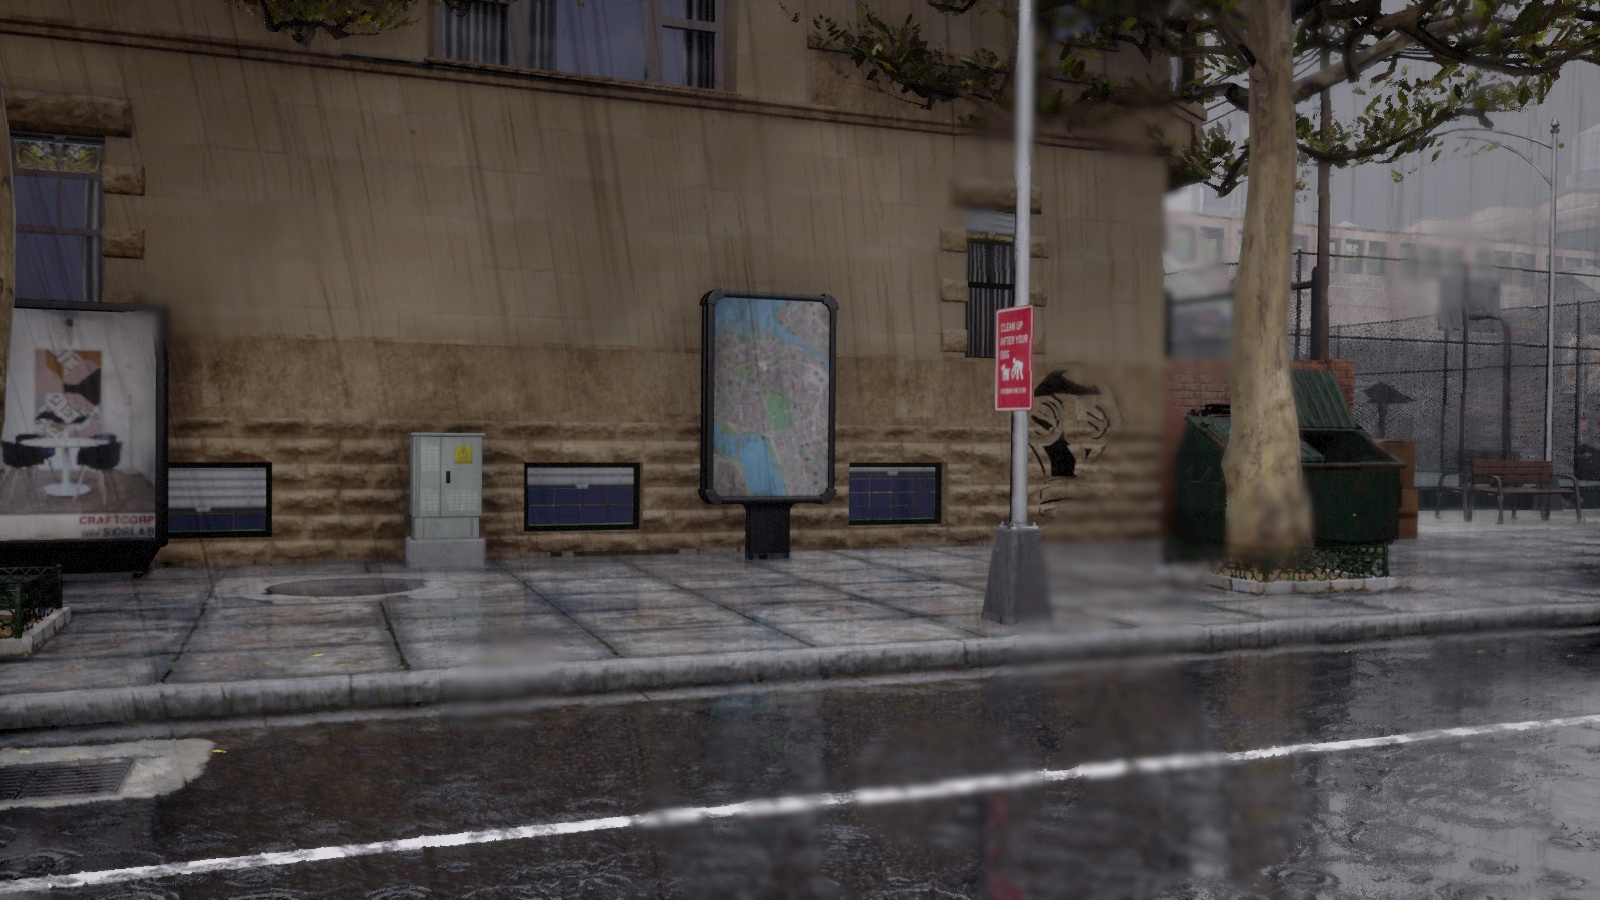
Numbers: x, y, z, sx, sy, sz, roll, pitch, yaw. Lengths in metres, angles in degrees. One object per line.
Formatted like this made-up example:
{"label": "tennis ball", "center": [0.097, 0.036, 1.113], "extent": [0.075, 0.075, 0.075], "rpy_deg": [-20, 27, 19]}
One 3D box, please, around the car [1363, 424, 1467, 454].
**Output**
{"label": "car", "center": [31.588, -0.590, 64.663], "extent": [1.837, 1.490, 4.892], "rpy_deg": [-1, 1, -21]}

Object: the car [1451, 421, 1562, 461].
{"label": "car", "center": [29.033, -0.379, 51.724], "extent": [1.789, 1.549, 3.705], "rpy_deg": [-1, 1, -21]}
